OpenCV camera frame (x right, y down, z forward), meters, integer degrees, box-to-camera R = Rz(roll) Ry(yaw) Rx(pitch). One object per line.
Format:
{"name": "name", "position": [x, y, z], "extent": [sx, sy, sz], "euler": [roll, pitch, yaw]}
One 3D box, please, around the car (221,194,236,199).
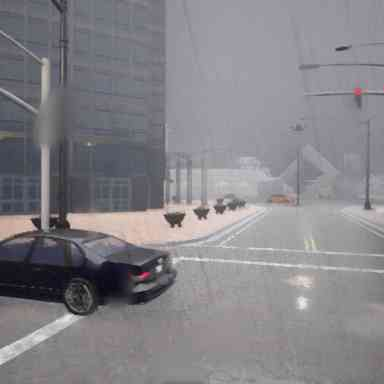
{"name": "car", "position": [10.098, 1.227, 92.581], "extent": [4.181, 1.385, 1.994], "euler": [0, 0, -45]}

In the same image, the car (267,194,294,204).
{"name": "car", "position": [15.589, 1.184, 58.529], "extent": [4.553, 1.767, 2.097], "euler": [0, 0, 35]}

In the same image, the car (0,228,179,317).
{"name": "car", "position": [-3.019, 1.518, 7.153], "extent": [5.357, 1.411, 2.033], "euler": [0, 0, 17]}

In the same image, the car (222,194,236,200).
{"name": "car", "position": [9.661, 1.194, 86.887], "extent": [1.837, 1.490, 4.892], "euler": [0, 0, 36]}
